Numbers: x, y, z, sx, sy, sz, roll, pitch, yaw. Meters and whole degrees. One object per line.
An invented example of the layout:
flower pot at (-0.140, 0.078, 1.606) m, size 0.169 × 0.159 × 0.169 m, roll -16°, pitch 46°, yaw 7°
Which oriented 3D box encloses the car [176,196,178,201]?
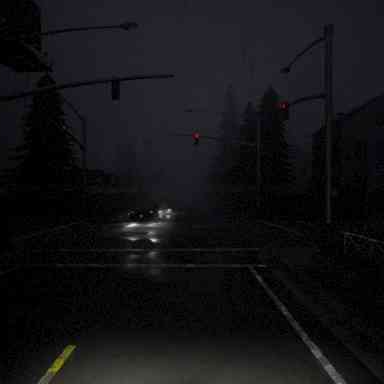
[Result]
car at (-3.512, 1.139, 59.429) m, size 1.812 × 1.442 × 4.674 m, roll 0°, pitch 0°, yaw 0°

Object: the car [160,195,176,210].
car at (-3.601, 1.491, 44.008) m, size 2.128 × 1.511 × 4.902 m, roll 0°, pitch 0°, yaw 0°

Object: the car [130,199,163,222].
car at (-3.610, 1.491, 26.090) m, size 1.812 × 1.442 × 4.674 m, roll -1°, pitch -1°, yaw 0°
